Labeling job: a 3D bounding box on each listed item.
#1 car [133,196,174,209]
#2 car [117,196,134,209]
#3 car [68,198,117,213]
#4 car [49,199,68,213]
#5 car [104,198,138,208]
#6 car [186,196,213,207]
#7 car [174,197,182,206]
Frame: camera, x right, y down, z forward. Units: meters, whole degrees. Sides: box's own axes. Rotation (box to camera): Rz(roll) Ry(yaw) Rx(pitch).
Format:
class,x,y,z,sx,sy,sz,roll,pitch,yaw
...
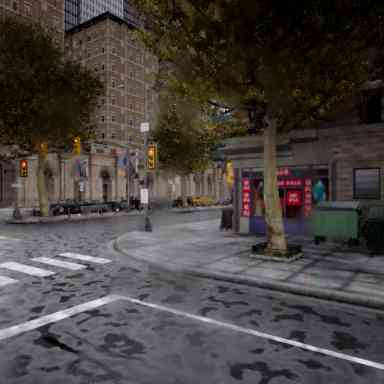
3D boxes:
class,x,y,z,sx,sy,sz,roll,pitch,yaw
car,-4.965,1.505,43.832,1.837,1.490,4.892,0,0,36
car,-7.932,1.352,45.703,2.097,1.767,4.553,0,0,36
car,-10.694,1.564,35.904,1.994,1.385,4.181,0,0,36
car,-13.876,1.505,37.477,1.837,1.490,4.892,0,0,36
car,-10.206,1.595,47.937,1.895,1.301,4.718,0,0,36
car,1.505,1.478,52.761,1.882,1.535,5.008,0,0,36
car,-1.220,1.478,54.971,1.882,1.535,5.008,0,0,36
